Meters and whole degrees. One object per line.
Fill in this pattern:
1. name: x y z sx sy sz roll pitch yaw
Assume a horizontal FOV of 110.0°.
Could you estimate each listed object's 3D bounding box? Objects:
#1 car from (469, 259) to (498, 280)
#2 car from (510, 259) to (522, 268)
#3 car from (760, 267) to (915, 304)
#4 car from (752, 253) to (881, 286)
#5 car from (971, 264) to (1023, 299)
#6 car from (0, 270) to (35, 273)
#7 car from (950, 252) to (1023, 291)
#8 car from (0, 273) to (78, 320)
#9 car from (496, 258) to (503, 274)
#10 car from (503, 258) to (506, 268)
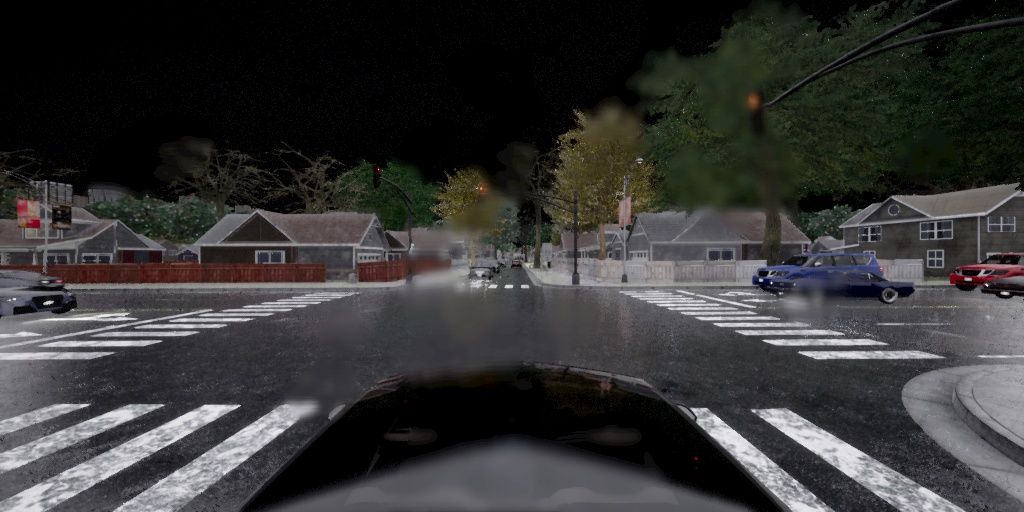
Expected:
1. car: -2.615 1.255 31.448 2.128 1.511 4.902 0 0 0
2. car: 0.747 1.300 61.391 1.837 1.490 4.892 0 0 1
3. car: 13.557 1.260 15.045 4.718 1.301 1.895 0 0 1
4. car: 15.487 0.869 18.277 5.566 2.045 2.150 0 0 1
5. car: 23.207 1.153 14.888 5.357 1.411 2.033 0 0 1
6. car: -27.122 1.448 18.959 5.357 1.411 2.033 0 0 1
7. car: 25.853 0.811 18.091 5.566 2.045 2.150 0 0 1
8. car: -17.589 1.410 12.112 4.181 1.385 1.994 0 0 1
9. car: -2.465 1.126 41.741 2.097 1.767 4.553 0 0 1
10. car: -2.121 1.147 62.404 2.097 1.767 4.553 0 0 1
